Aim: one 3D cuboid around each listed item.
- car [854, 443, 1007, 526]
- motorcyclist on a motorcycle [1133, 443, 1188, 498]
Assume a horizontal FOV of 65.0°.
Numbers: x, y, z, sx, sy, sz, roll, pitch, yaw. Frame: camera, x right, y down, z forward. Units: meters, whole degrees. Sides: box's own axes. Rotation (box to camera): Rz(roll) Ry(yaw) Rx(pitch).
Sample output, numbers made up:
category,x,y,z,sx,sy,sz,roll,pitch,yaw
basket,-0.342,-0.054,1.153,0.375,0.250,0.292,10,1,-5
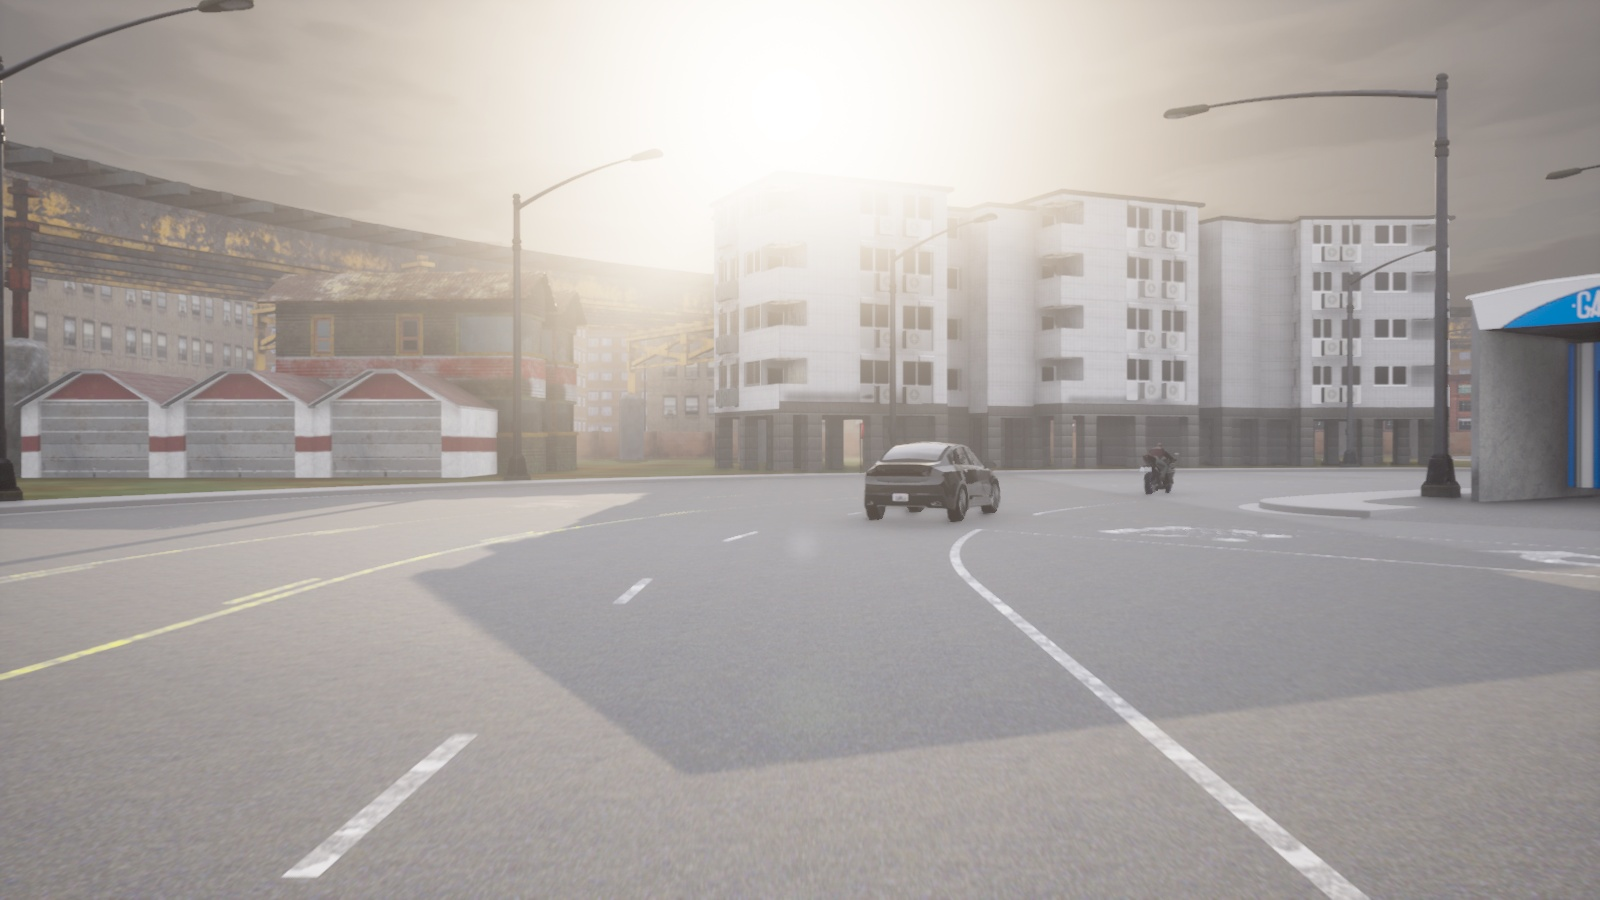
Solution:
category,x,y,z,sx,sy,sz,roll,pitch,yaw
car,2.750,0.611,25.315,1.837,1.490,4.892,0,0,21
motorcyclist on a motorcycle,10.503,0.584,36.547,0.866,1.530,2.191,-1,0,35
